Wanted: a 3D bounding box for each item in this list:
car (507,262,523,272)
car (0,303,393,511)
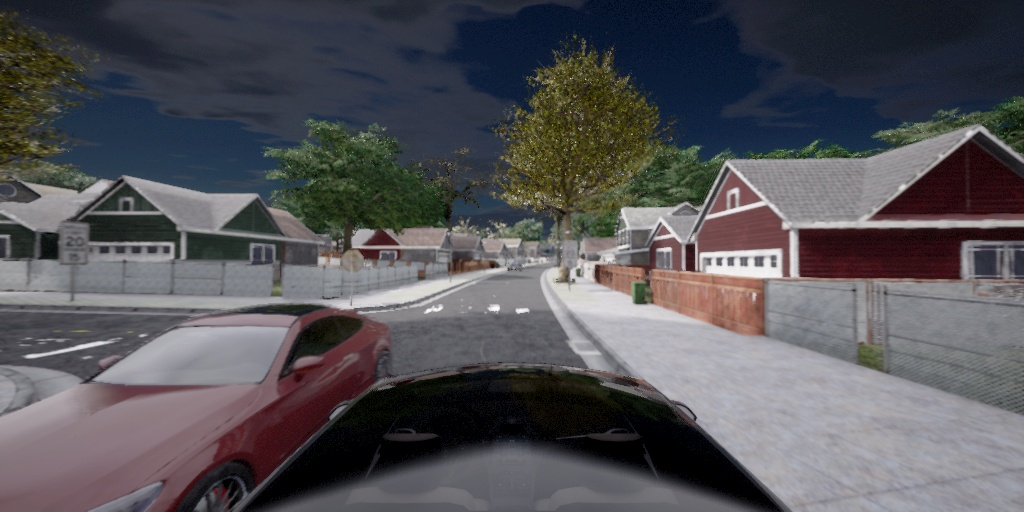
[{"bbox_3d":[0.486,1.579,53.183,1.994,1.385,4.181,0,0,8],"label":"car"},{"bbox_3d":[-2.707,1.298,3.762,1.812,1.442,4.674,0,0,0],"label":"car"}]
